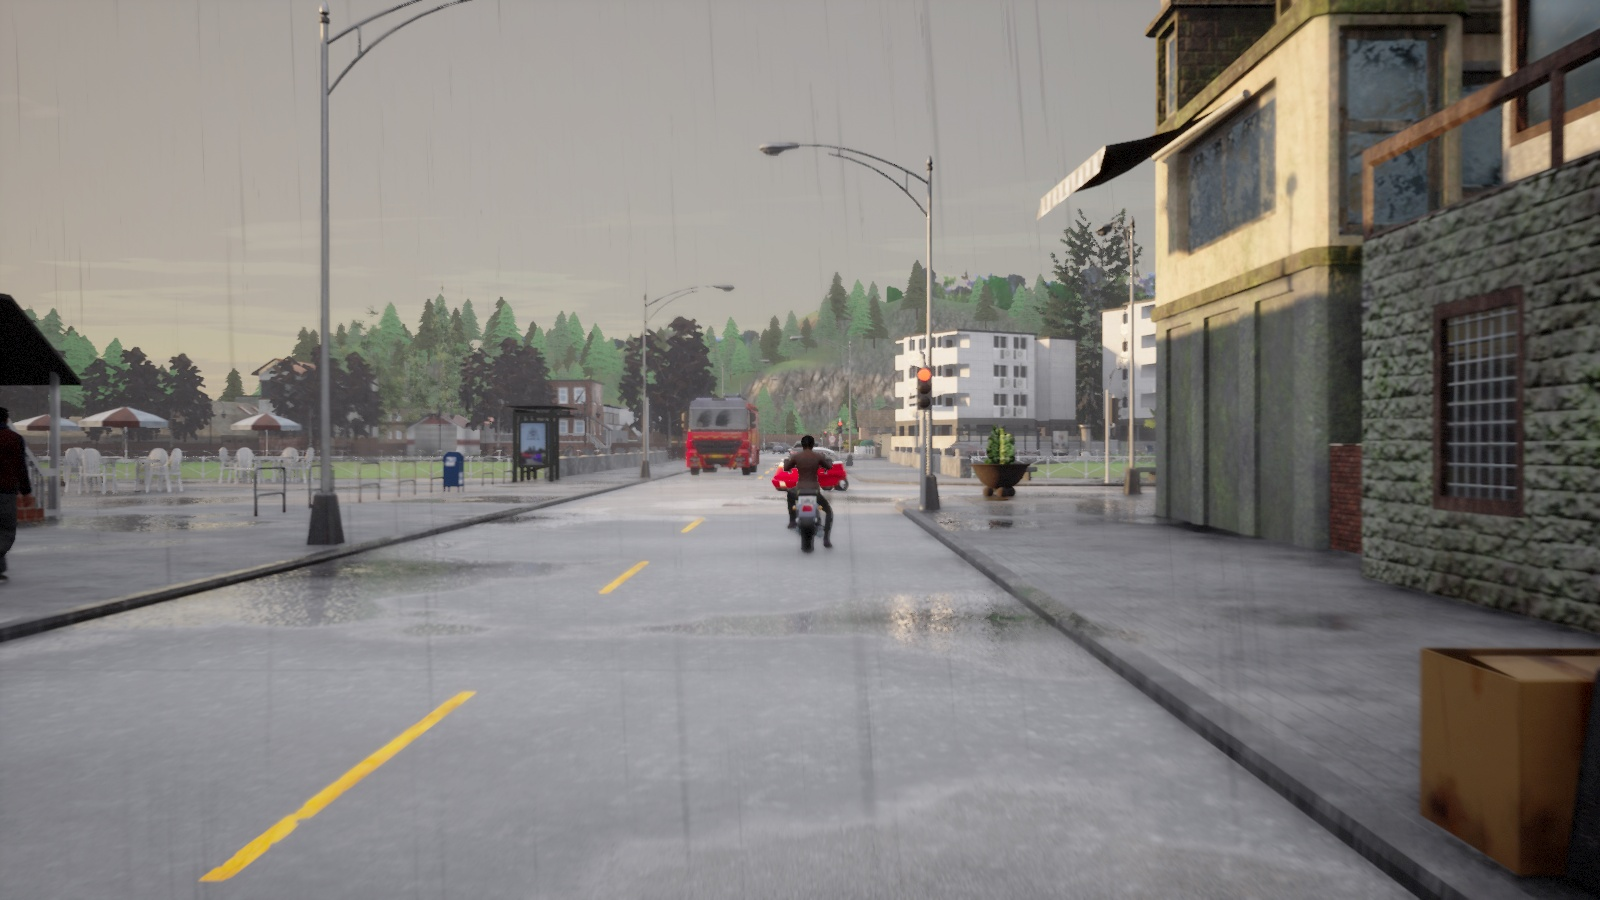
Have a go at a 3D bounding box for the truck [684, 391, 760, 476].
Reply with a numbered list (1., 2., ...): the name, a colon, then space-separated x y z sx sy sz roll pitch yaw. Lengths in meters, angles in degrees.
1. truck: -3.604 -0.761 60.353 2.891 3.827 8.468 0 0 2

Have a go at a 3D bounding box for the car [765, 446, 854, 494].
1. car: 0.285 0.589 37.757 2.207 1.376 1.481 0 0 -37

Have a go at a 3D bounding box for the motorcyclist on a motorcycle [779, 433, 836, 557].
1. motorcyclist on a motorcycle: 0.113 0.596 17.889 0.766 1.649 2.350 0 0 1

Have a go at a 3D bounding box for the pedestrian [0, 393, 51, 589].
1. pedestrian: -7.845 0.382 12.164 0.634 1.844 0.899 0 0 -1
